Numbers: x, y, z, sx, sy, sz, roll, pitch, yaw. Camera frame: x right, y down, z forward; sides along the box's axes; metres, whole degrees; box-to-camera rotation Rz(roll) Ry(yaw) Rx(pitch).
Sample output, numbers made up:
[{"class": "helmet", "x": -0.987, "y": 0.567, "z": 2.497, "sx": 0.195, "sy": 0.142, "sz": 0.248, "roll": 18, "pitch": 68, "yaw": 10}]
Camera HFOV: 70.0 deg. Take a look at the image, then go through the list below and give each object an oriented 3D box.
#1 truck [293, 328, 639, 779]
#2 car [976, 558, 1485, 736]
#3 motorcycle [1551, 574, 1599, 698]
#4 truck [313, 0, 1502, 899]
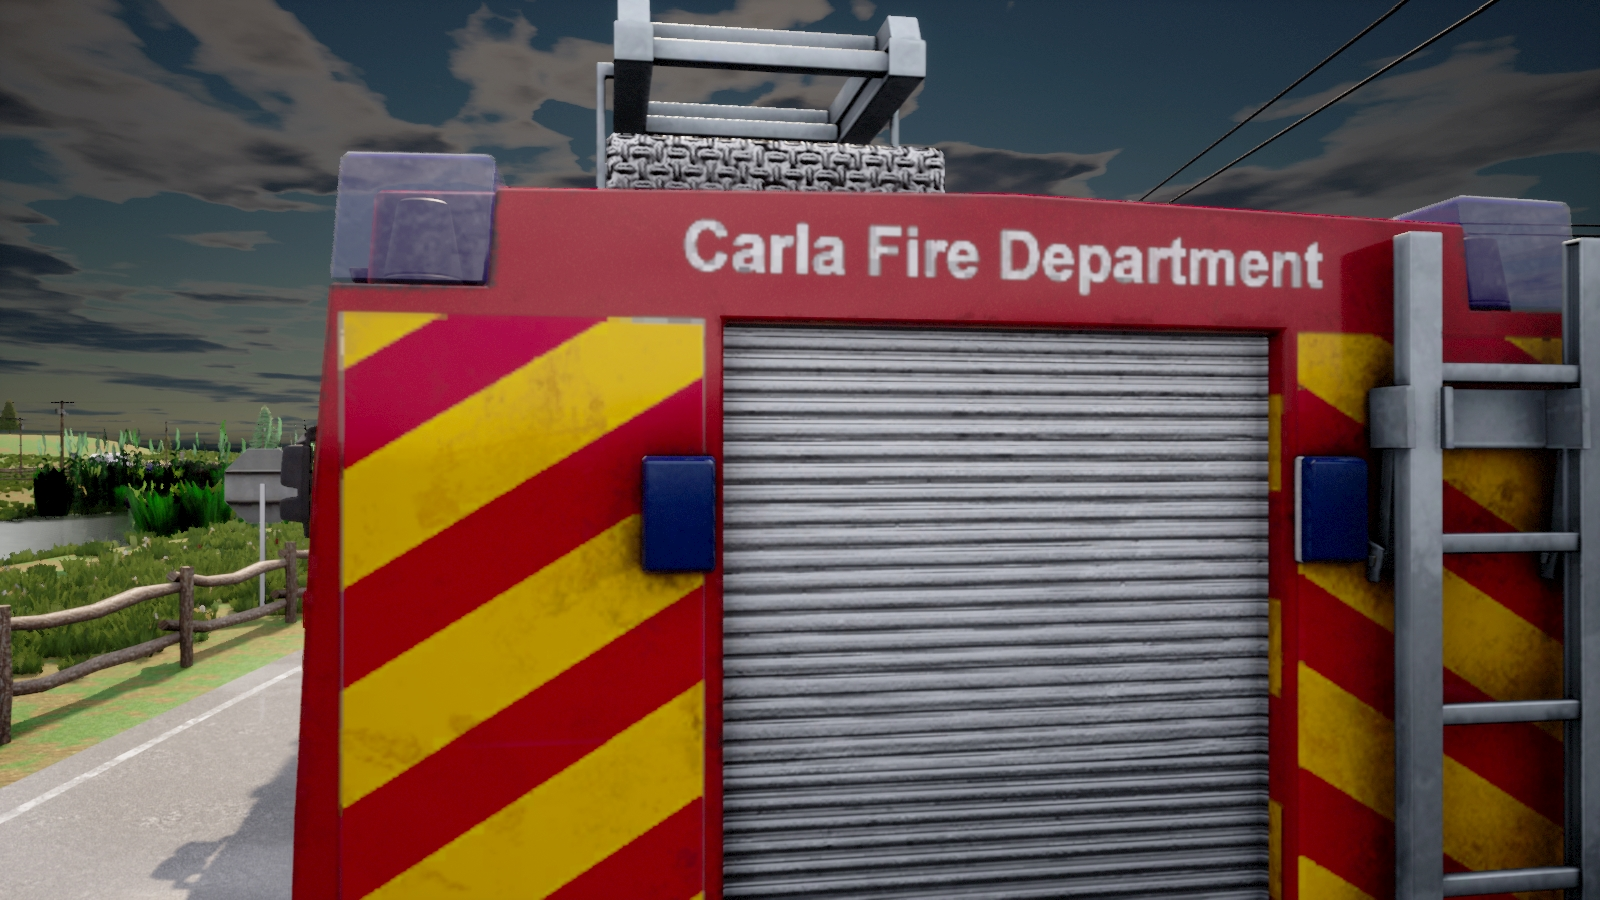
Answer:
[{"class": "truck", "x": -3.812, "y": 0.861, "z": 14.128, "sx": 2.891, "sy": 3.827, "sz": 8.468, "roll": 0, "pitch": 0, "yaw": -13}, {"class": "car", "x": 4.583, "y": 2.059, "z": 12.586, "sx": 4.792, "sy": 1.488, "sz": 2.163, "roll": 0, "pitch": 0, "yaw": -8}, {"class": "motorcycle", "x": 9.886, "y": 2.142, "z": 13.275, "sx": 1.805, "sy": 1.316, "sz": 0.856, "roll": 0, "pitch": 0, "yaw": -6}, {"class": "truck", "x": -0.323, "y": 0.863, "z": 6.872, "sx": 2.891, "sy": 3.827, "sz": 8.468, "roll": 0, "pitch": 0, "yaw": -10}]
